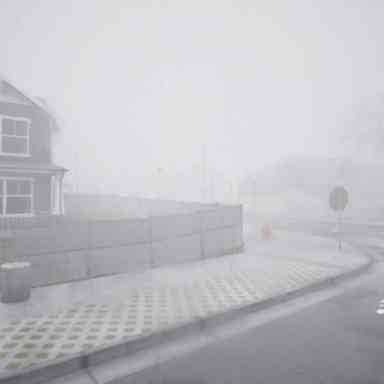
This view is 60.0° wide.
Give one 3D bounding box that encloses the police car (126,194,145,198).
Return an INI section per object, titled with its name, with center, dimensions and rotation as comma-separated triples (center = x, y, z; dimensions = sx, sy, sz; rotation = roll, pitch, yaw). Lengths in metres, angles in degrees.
[police car]
center = -7.856, 1.058, 47.095
dimensions = 1.930, 1.638, 5.238
rotation = 1, 0, -43
